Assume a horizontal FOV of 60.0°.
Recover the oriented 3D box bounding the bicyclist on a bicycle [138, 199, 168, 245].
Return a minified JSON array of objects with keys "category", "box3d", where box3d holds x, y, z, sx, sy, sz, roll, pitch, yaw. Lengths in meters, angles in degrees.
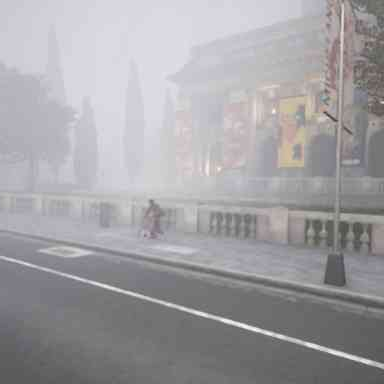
[{"category":"bicyclist on a bicycle","box3d":[-1.377,1.065,12.064,0.582,1.620,1.656,2,1,35]}]
